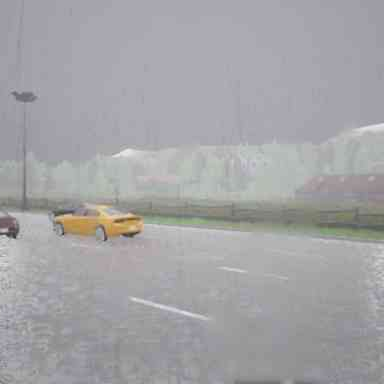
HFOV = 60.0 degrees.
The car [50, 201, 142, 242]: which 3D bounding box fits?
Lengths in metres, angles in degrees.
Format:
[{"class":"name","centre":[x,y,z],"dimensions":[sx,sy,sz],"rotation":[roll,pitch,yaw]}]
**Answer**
[{"class":"car","centre":[-4.589,1.391,15.861],"dimensions":[5.008,1.535,1.882],"rotation":[0,0,35]}]

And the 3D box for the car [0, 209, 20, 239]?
[{"class":"car","centre":[-9.682,1.414,15.193],"dimensions":[4.674,1.442,1.812],"rotation":[0,0,35]}]

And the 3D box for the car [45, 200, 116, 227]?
[{"class":"car","centre":[-7.504,1.350,22.224],"dimensions":[5.008,1.535,1.882],"rotation":[0,0,35]}]
